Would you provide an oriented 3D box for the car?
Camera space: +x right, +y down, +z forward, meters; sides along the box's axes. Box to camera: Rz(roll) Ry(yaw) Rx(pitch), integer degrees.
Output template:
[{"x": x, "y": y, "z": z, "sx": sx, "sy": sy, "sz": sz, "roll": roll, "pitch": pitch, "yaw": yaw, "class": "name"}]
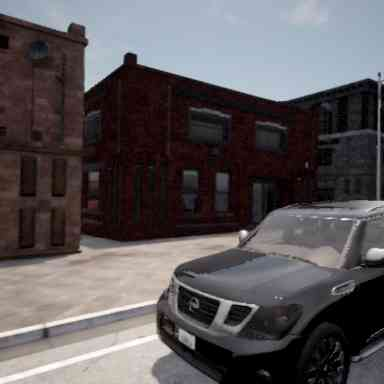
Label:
[{"x": 2.188, "y": 1.209, "z": 5.240, "sx": 5.566, "sy": 2.045, "sz": 2.150, "roll": -1, "pitch": 1, "yaw": -35, "class": "car"}]
